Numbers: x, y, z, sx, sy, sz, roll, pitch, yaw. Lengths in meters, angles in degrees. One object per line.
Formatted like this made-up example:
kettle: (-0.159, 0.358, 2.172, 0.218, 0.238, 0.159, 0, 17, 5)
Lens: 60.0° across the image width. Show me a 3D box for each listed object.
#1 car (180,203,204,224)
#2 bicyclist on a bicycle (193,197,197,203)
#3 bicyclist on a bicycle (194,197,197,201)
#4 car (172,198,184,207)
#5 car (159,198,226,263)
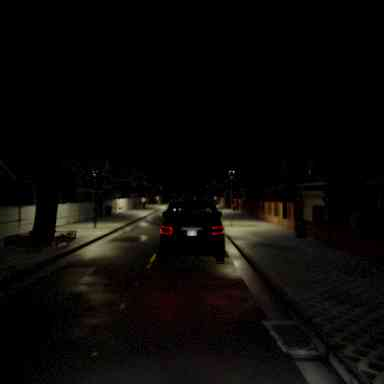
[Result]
car: (0.022, 1.747, 28.524, 1.837, 1.490, 4.892, 0, 0, 0)
bicyclist on a bicycle: (0.750, 2.102, 86.415, 0.866, 1.612, 1.509, 0, 0, 0)
bicyclist on a bicycle: (0.750, 2.041, 77.414, 0.866, 1.612, 1.509, 0, 0, 0)
car: (-2.769, 2.020, 65.320, 2.128, 1.511, 4.902, 0, 0, 0)
car: (0.014, 1.333, 12.589, 2.150, 2.045, 5.566, 0, 0, 0)
